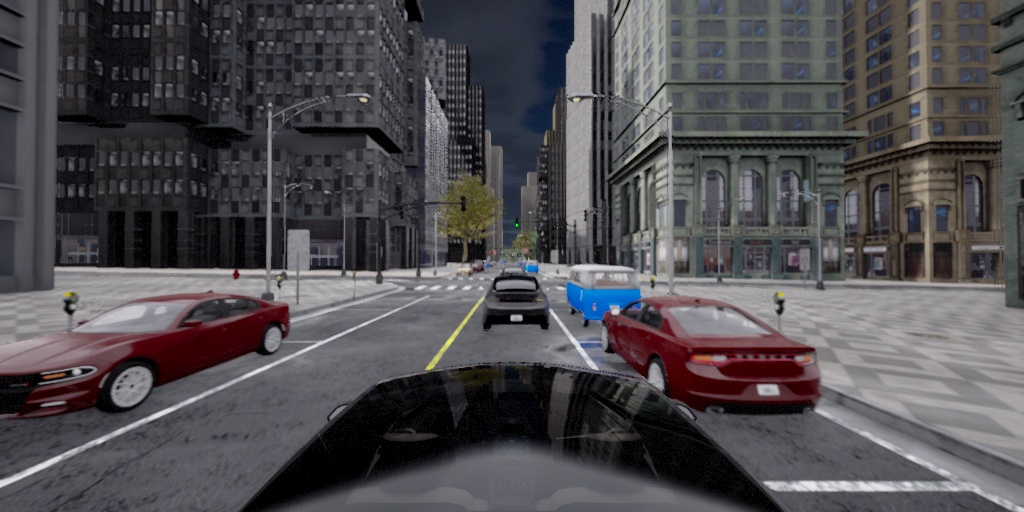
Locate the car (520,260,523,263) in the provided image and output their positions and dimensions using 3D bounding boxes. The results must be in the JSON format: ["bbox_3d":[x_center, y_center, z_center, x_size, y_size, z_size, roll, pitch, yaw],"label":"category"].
[{"bbox_3d":[2.777,1.864,60.443,1.888,1.381,4.507,0,0,0],"label":"car"}]

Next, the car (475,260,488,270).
[{"bbox_3d":[-5.748,1.629,60.090,2.192,1.841,5.009,0,0,0],"label":"car"}]

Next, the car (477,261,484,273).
[{"bbox_3d":[-5.749,1.806,54.802,1.888,1.381,4.507,0,0,0],"label":"car"}]

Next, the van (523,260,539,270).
[{"bbox_3d":[2.775,1.550,49.618,1.690,1.789,3.998,0,0,0],"label":"van"}]

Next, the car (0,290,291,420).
[{"bbox_3d":[-5.779,1.335,6.131,1.888,1.381,4.507,0,0,0],"label":"car"}]

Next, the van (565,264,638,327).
[{"bbox_3d":[2.779,1.182,11.635,1.690,1.789,3.998,0,0,0],"label":"van"}]

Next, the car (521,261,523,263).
[{"bbox_3d":[2.776,1.830,55.030,1.948,1.339,4.313,0,0,0],"label":"car"}]

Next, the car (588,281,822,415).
[{"bbox_3d":[2.777,1.335,6.111,1.888,1.381,4.507,0,0,0],"label":"car"}]

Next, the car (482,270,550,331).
[{"bbox_3d":[0.104,1.344,11.433,1.837,1.490,4.892,0,-1,0],"label":"car"}]

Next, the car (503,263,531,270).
[{"bbox_3d":[0.114,1.457,25.686,1.882,1.535,5.008,1,-1,0],"label":"car"}]

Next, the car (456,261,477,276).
[{"bbox_3d":[-5.758,1.681,44.052,1.751,1.417,4.829,0,0,0],"label":"car"}]
